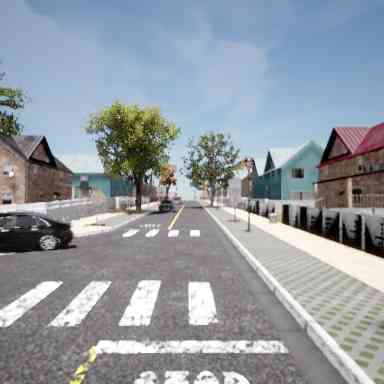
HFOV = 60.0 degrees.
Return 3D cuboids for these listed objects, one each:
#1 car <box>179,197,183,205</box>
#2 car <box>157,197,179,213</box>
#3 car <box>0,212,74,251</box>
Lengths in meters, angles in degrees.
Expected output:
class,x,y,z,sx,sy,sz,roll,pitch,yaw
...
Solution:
class,x,y,z,sx,sy,sz,roll,pitch,yaw
car,-2.845,1.768,65.258,1.812,1.442,4.674,0,0,0
car,-2.804,1.641,37.890,1.837,1.490,4.892,0,0,0
car,-7.119,1.547,12.763,4.892,1.490,1.837,1,3,-29
